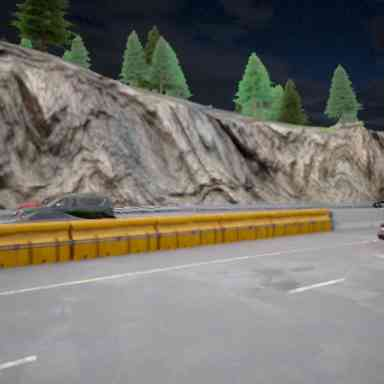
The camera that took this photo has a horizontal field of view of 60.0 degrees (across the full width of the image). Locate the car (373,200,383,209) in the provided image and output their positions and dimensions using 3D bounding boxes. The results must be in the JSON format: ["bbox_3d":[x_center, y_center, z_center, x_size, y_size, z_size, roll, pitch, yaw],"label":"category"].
[{"bbox_3d":[26.287,1.579,44.383,4.181,1.385,1.994,0,0,-18],"label":"car"}]

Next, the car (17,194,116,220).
[{"bbox_3d":[-7.414,1.216,19.989,5.566,2.045,2.150,0,0,-34],"label":"car"}]

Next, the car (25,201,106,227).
[{"bbox_3d":[-8.752,1.471,23.270,5.008,1.535,1.882,0,0,-33],"label":"car"}]

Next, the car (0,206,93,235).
[{"bbox_3d":[-7.243,1.559,15.855,4.181,1.385,1.994,0,0,-34],"label":"car"}]

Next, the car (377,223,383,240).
[{"bbox_3d":[10.224,1.553,14.168,5.357,1.411,2.033,0,0,-29],"label":"car"}]

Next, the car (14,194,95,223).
[{"bbox_3d":[-10.767,1.213,26.165,5.566,2.045,2.150,0,0,-33],"label":"car"}]
